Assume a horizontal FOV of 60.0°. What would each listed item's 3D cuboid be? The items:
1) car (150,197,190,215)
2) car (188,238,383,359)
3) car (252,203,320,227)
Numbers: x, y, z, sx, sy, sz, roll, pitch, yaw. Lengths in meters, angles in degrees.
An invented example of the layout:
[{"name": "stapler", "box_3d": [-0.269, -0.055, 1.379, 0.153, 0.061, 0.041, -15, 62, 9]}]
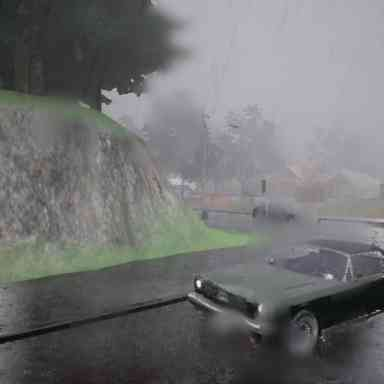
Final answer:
[{"name": "car", "box_3d": [-2.169, 1.352, 34.475, 2.097, 1.767, 4.553, 0, 0, -35]}, {"name": "car", "box_3d": [2.298, 1.601, 6.060, 4.718, 1.301, 1.895, 0, 0, -33]}, {"name": "car", "box_3d": [6.268, 1.491, 22.660, 2.128, 1.511, 4.902, 0, 0, -36]}]
